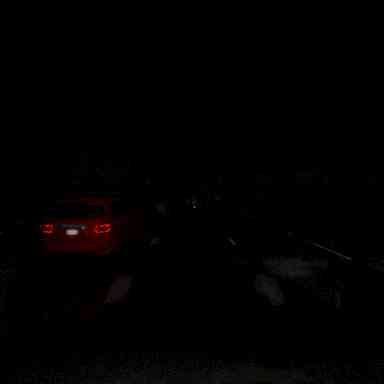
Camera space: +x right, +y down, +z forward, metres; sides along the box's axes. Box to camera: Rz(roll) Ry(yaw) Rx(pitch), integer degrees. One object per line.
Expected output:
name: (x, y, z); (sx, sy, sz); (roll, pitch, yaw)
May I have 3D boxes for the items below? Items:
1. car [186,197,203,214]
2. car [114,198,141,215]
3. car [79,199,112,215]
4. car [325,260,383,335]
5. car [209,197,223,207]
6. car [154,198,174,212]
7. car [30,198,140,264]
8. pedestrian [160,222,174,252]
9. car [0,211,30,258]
car: (0.256, 1.548, 35.779); (2.033, 1.411, 5.357); (0, 0, 0)
car: (-6.749, 1.477, 35.538); (1.882, 1.535, 5.008); (0, 0, 0)
car: (-10.247, 1.547, 35.742); (2.033, 1.411, 5.357); (0, 0, 0)
car: (3.619, 1.601, 4.652); (1.895, 1.301, 4.718); (0, 0, 0)
car: (3.809, 1.478, 52.734); (1.882, 1.535, 5.008); (0, 0, 0)
car: (-3.237, 1.506, 38.217); (1.837, 1.490, 4.892); (0, 0, 0)
car: (-3.350, 1.221, 12.030); (2.150, 2.045, 5.566); (0, 0, 0)
pedestrian: (-0.902, 1.674, 12.493); (0.500, 1.100, 0.500); (0, 0, 0)
car: (-6.854, 1.351, 10.849); (2.097, 1.767, 4.553); (0, 0, 0)
